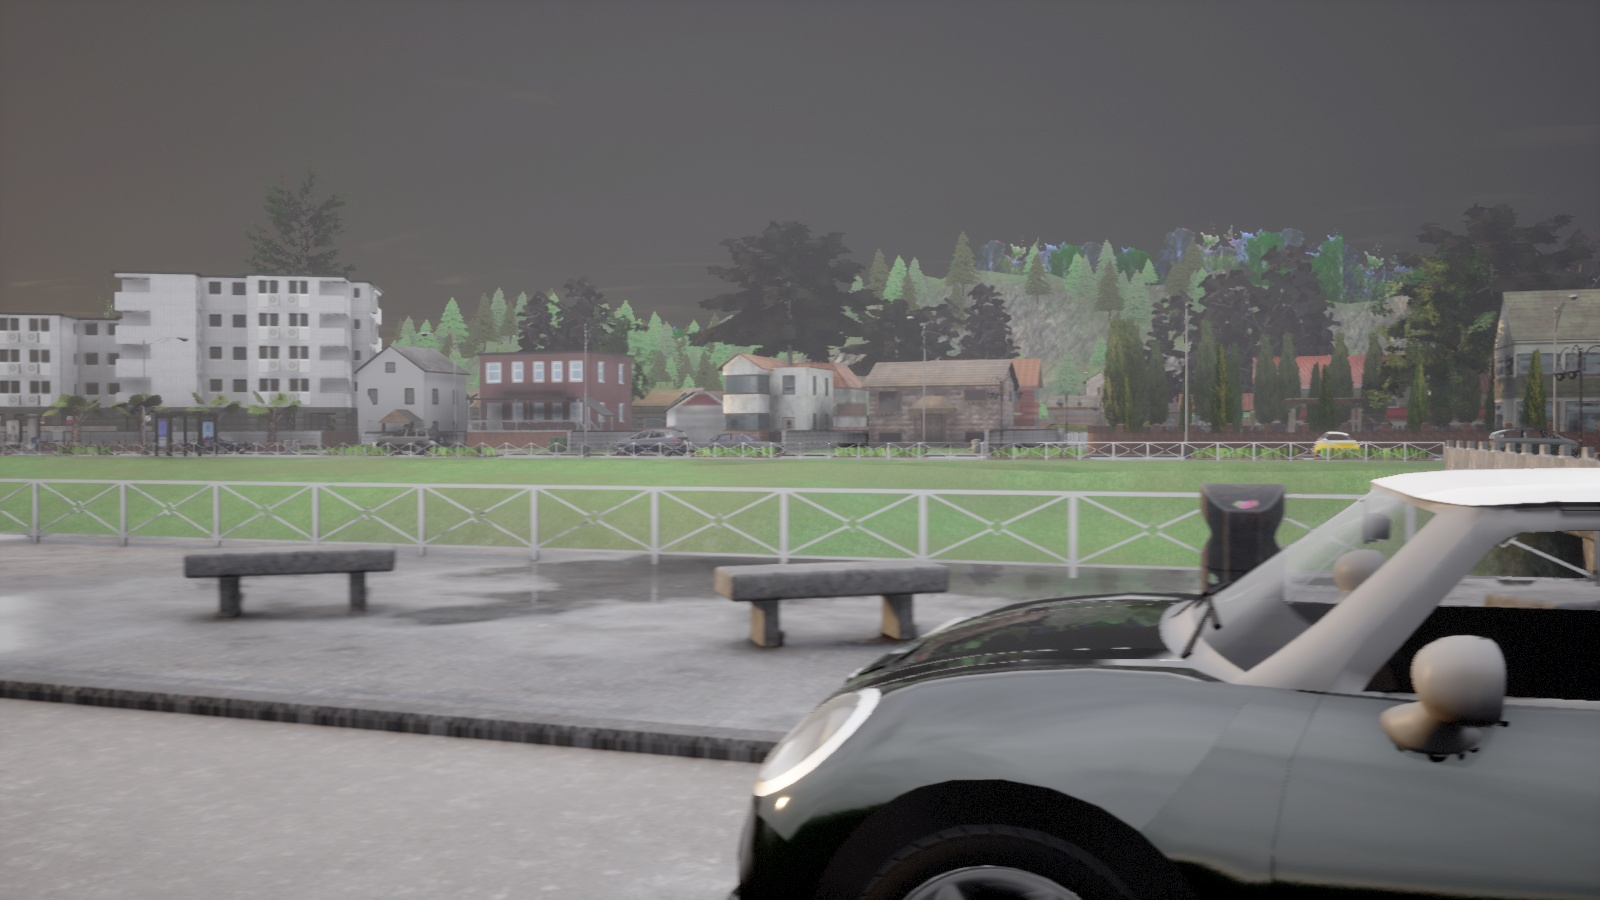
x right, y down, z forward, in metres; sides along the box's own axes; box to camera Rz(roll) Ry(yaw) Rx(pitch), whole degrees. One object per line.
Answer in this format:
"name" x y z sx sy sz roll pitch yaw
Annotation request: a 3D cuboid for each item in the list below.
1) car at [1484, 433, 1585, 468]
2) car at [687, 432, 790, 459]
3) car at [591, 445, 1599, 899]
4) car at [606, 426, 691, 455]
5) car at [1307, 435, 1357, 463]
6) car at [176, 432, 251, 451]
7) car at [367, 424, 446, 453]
"car" 33.570 0.011 57.499 3.705 1.549 1.789 0 1 19
"car" -3.435 -0.259 69.959 5.357 1.411 2.033 1 1 19
"car" 1.645 0.747 3.166 3.806 1.475 1.970 1 1 19
"car" -9.170 -0.582 76.107 4.611 1.667 2.242 1 1 19
"car" 27.053 -0.040 63.915 2.207 1.376 1.481 1 1 19
"car" -40.466 -0.613 86.648 4.718 1.301 1.895 1 1 19
"car" -25.586 -0.760 81.634 4.605 1.855 1.932 1 1 19
